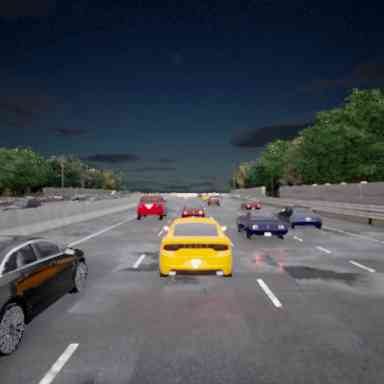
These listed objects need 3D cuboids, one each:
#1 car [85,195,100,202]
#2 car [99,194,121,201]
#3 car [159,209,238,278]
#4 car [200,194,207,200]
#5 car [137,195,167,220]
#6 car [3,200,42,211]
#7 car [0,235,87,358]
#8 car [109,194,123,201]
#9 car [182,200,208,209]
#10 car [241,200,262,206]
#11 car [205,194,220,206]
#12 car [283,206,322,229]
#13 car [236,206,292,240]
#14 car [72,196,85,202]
[{"bbox_3d":[-21.007,1.402,72.392,2.128,1.511,4.902,0,0,0],"label":"car"},{"bbox_3d":[-14.043,1.478,57.616,1.837,1.490,4.892,0,0,1],"label":"car"},{"bbox_3d":[0.099,1.527,10.386,1.882,1.535,5.008,0,0,0],"label":"car"},{"bbox_3d":[3.492,1.325,81.222,1.882,1.535,5.008,0,0,0],"label":"car"},{"bbox_3d":[-3.403,1.281,28.917,2.150,2.045,5.566,0,0,0],"label":"car"},{"bbox_3d":[-17.599,1.600,34.957,2.033,1.411,5.357,0,0,0],"label":"car"},{"bbox_3d":[-3.401,1.525,6.025,2.128,1.511,4.902,0,0,0],"label":"car"},{"bbox_3d":[-17.508,1.202,76.424,2.128,1.511,4.902,0,0,0],"label":"car"},{"bbox_3d":[0.097,1.660,28.425,1.895,1.301,4.718,0,0,0],"label":"car"},{"bbox_3d":[7.096,1.642,40.509,1.895,1.301,4.718,0,0,0],"label":"car"},{"bbox_3d":[3.495,1.515,54.971,1.812,1.442,4.674,0,0,0],"label":"car"},{"bbox_3d":[7.086,1.626,22.271,1.994,1.385,4.181,0,0,0],"label":"car"},{"bbox_3d":[3.498,1.662,17.538,1.895,1.301,4.718,0,0,0],"label":"car"},{"bbox_3d":[-24.507,1.472,72.362,1.895,1.301,4.718,0,0,0],"label":"car"}]
